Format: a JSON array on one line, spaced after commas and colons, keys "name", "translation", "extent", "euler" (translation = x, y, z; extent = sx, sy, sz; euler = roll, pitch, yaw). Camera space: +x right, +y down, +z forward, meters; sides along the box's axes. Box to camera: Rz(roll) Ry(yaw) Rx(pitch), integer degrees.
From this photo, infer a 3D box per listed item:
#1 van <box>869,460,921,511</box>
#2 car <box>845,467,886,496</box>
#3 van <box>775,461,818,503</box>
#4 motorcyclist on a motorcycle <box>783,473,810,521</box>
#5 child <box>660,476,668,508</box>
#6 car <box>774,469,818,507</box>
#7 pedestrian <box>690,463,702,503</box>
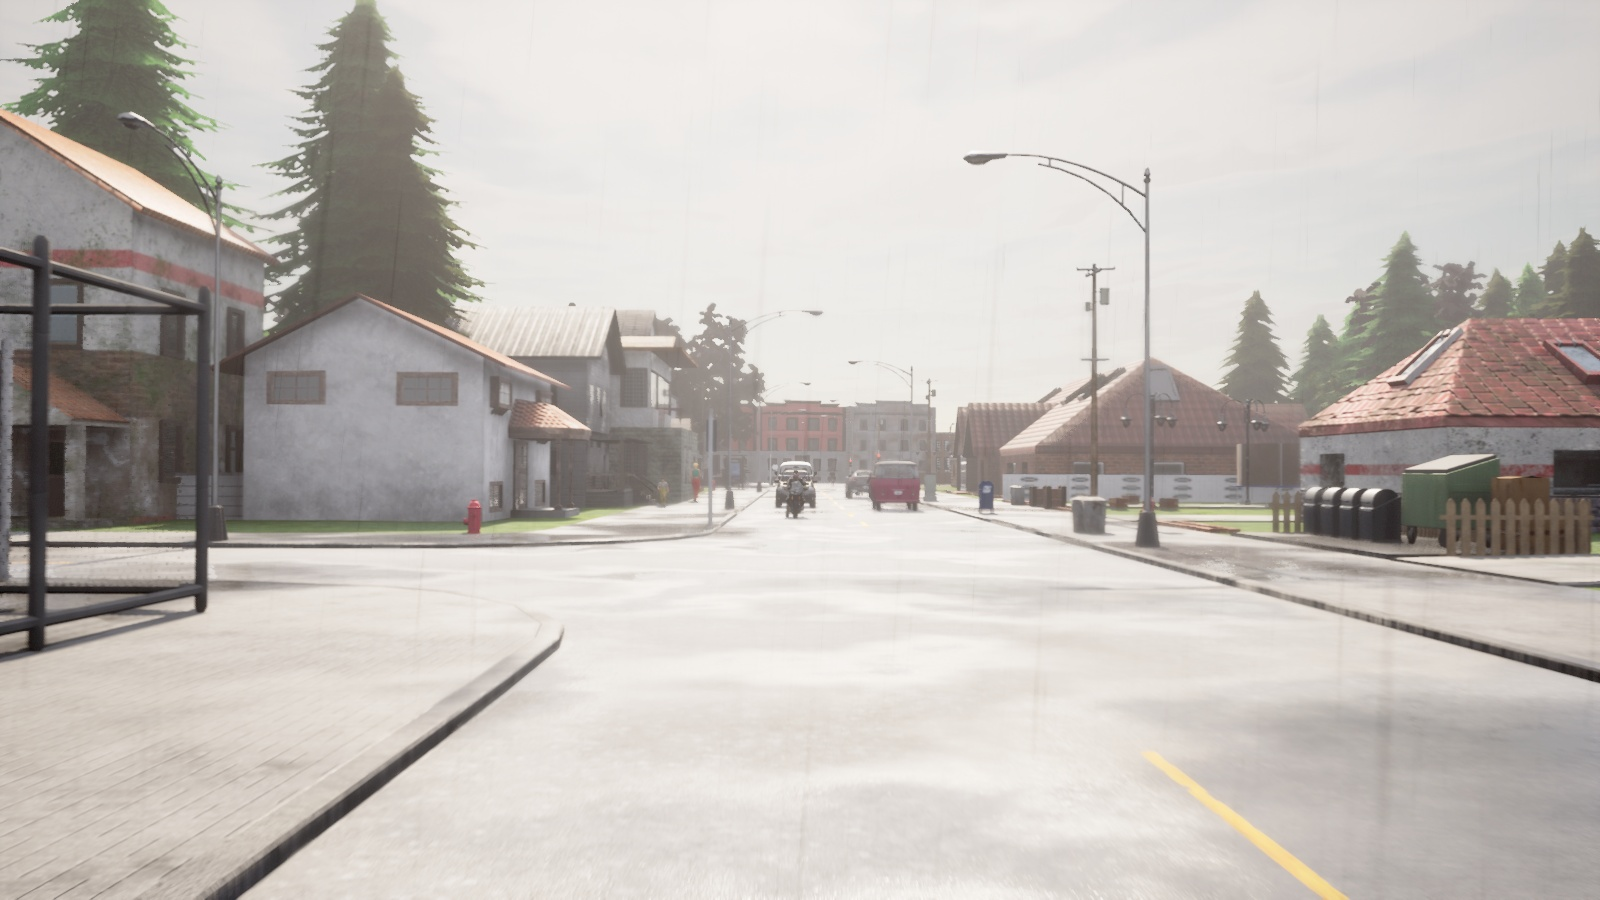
[{"name": "van", "translation": [3.848, 1.411, 51.315], "extent": [1.775, 1.987, 4.442], "euler": [0, -1, 0]}, {"name": "car", "translation": [3.783, 1.807, 73.401], "extent": [2.152, 1.651, 5.027], "euler": [0, -1, 0]}, {"name": "van", "translation": [-0.187, 1.596, 63.164], "extent": [2.069, 2.038, 4.480], "euler": [0, -1, 0]}, {"name": "motorcyclist on a motorcycle", "translation": [-0.125, 1.553, 41.991], "extent": [0.866, 1.530, 2.191], "euler": [0, -1, 0]}, {"name": "child", "translation": [-5.416, 1.661, 49.908], "extent": [0.270, 1.263, 0.437], "euler": [0, -1, -2]}, {"name": "car", "translation": [-0.161, 1.629, 54.677], "extent": [1.851, 1.617, 3.988], "euler": [0, -1, 0]}, {"name": "pedestrian", "translation": [-4.837, 1.522, 58.448], "extent": [0.345, 1.836, 0.594], "euler": [0, -1, 15]}]
